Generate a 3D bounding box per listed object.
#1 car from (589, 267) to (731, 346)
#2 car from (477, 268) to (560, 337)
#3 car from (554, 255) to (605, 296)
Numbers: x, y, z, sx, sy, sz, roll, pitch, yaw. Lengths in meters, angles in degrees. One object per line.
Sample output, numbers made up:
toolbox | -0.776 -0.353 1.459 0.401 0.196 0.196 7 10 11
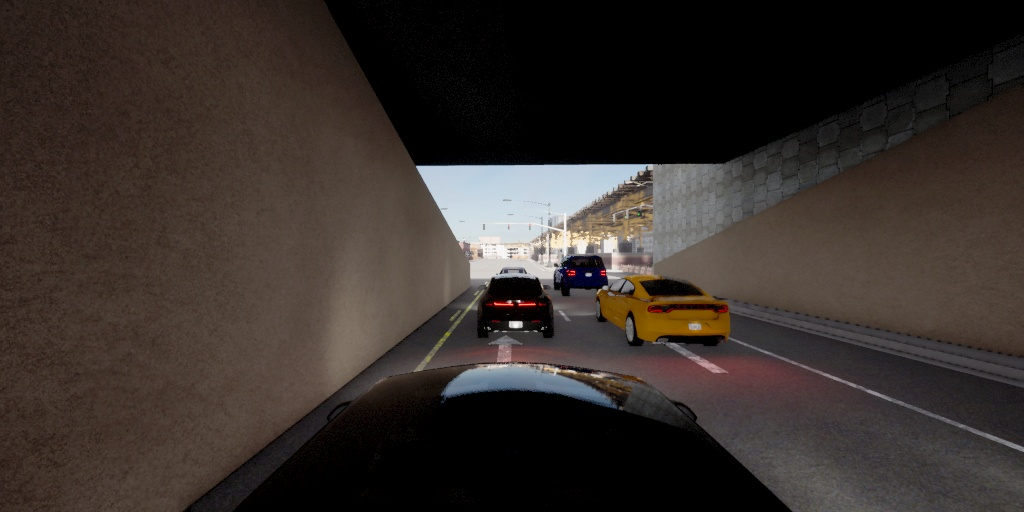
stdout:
car | 3.578 1.228 9.478 1.882 1.535 5.008 0 0 0
car | 0.081 1.255 10.279 1.837 1.490 4.892 0 0 0
car | 3.578 0.971 19.448 2.150 2.045 5.566 0 0 0
